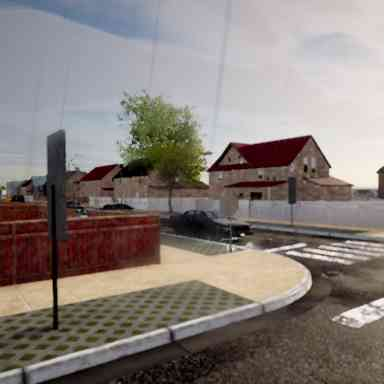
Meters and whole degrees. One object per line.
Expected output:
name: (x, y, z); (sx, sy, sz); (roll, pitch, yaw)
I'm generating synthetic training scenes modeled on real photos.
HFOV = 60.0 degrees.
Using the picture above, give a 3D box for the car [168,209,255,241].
car: (0.775, 1.620, 17.589); (2.033, 1.411, 5.357); (-1, 0, -37)

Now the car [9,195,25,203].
car: (-40.755, 1.635, 78.003); (2.150, 2.045, 5.566); (-1, 0, -37)

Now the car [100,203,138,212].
car: (-5.827, 1.637, 26.436); (1.837, 1.490, 4.892); (-1, 0, -37)

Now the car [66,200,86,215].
car: (-13.053, 1.699, 36.141); (1.837, 1.490, 4.892); (-1, 0, -36)
